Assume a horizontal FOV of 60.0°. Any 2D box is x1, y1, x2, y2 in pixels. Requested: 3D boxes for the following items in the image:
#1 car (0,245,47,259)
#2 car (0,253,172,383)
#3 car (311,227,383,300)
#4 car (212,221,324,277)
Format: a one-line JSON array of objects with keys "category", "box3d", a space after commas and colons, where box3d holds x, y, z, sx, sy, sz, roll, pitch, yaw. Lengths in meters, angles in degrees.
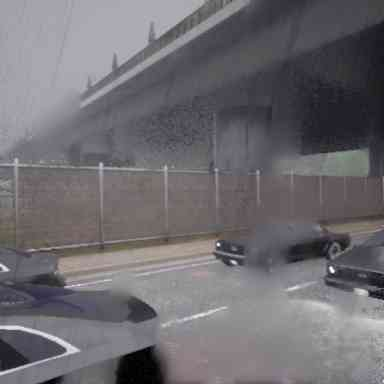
[{"category": "car", "box3d": [-4.527, 1.591, 5.048, 4.892, 1.490, 1.837, -1, 0, -35]}, {"category": "car", "box3d": [-2.454, 1.537, 2.198, 4.902, 1.511, 2.128, -1, 0, -36]}, {"category": "car", "box3d": [5.413, 1.516, 7.963, 5.357, 1.411, 2.033, -1, 0, -36]}, {"category": "car", "box3d": [2.936, 1.613, 10.491, 4.718, 1.301, 1.895, -1, 0, -36]}]
